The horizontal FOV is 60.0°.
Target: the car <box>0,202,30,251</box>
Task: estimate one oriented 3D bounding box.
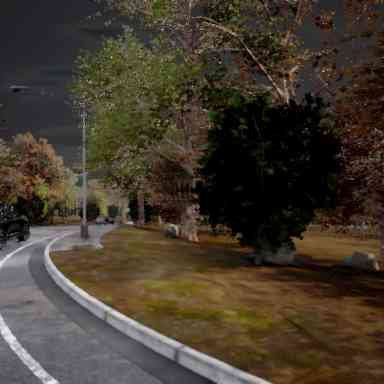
[{"bbox_3d":[-9.228,1.460,15.201,2.150,2.045,5.566,0,-2,-11],"label":"car"}]

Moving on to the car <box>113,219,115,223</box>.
[{"bbox_3d":[-15.735,5.530,63.228,2.033,1.411,5.357,0,-5,-6],"label":"car"}]

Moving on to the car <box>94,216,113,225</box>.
[{"bbox_3d":[-14.477,4.558,53.314,2.128,1.511,4.902,0,-5,-7],"label":"car"}]
